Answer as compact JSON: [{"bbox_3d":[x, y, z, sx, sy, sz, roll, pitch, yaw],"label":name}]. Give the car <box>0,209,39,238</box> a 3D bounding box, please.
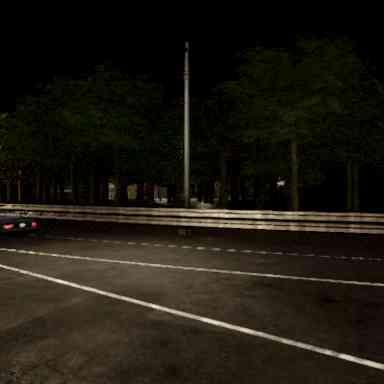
[{"bbox_3d":[-9.964,1.565,16.438,5.357,1.411,2.033,0,0,28],"label":"car"}]
